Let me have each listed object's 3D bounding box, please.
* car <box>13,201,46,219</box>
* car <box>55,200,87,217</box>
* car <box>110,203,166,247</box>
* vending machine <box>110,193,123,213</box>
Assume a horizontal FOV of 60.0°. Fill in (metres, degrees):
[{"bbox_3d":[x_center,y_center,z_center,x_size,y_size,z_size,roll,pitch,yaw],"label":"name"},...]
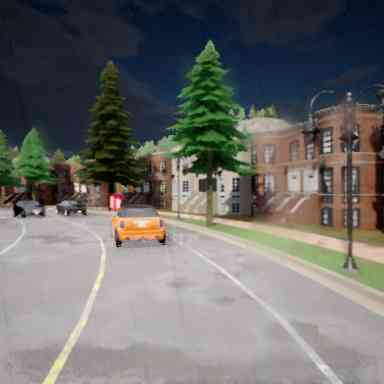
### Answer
[{"bbox_3d":[-14.636,1.531,29.871,2.128,1.511,4.902,0,0,-40],"label":"car"},{"bbox_3d":[-11.720,1.532,32.114,1.837,1.490,4.892,0,0,-39],"label":"car"},{"bbox_3d":[-2.638,1.354,15.482,2.097,1.767,4.553,0,0,-17],"label":"car"},{"bbox_3d":[-8.367,1.207,36.677,1.100,2.100,0.880,0,0,-41],"label":"vending machine"}]
